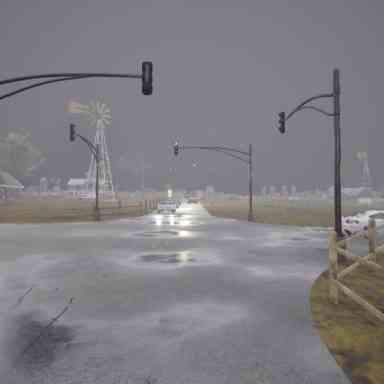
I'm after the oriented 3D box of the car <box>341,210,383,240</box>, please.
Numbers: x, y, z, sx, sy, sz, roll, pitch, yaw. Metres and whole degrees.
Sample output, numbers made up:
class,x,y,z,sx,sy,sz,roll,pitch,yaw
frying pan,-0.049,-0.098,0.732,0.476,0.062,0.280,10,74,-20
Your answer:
class,x,y,z,sx,sy,sz,roll,pitch,yaw
car,9.815,1.638,16.756,4.674,1.442,1.812,1,-2,0

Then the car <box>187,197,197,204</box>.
class,x,y,z,sx,sy,sz,roll,pitch,yaw
car,0.056,1.789,69.151,1.812,1.442,4.674,0,0,0

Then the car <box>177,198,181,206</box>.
class,x,y,z,sx,sy,sz,roll,pitch,yaw
car,-2.860,1.644,48.582,1.837,1.490,4.892,0,0,0

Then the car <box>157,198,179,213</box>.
class,x,y,z,sx,sy,sz,roll,pitch,yaw
car,-2.866,1.691,38.199,1.895,1.301,4.718,0,0,0

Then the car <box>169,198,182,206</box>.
class,x,y,z,sx,sy,sz,roll,pitch,yaw
car,-2.844,1.746,59.146,2.033,1.411,5.357,0,0,0

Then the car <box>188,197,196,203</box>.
class,x,y,z,sx,sy,sz,roll,pitch,yaw
car,-0.042,1.861,79.163,1.812,1.442,4.674,0,0,0
